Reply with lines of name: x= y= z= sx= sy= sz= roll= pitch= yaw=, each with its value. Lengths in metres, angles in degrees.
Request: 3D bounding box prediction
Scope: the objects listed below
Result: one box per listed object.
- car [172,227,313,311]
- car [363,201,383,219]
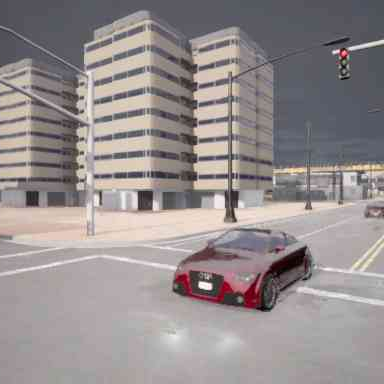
car: x=1.395 y=1.568 z=7.865 sx=1.994 sy=1.385 sz=4.181 roll=0 pitch=0 yaw=35
car: x=16.257 y=1.535 z=28.870 sx=1.812 sy=1.442 sz=4.674 roll=0 pitch=0 yaw=35
